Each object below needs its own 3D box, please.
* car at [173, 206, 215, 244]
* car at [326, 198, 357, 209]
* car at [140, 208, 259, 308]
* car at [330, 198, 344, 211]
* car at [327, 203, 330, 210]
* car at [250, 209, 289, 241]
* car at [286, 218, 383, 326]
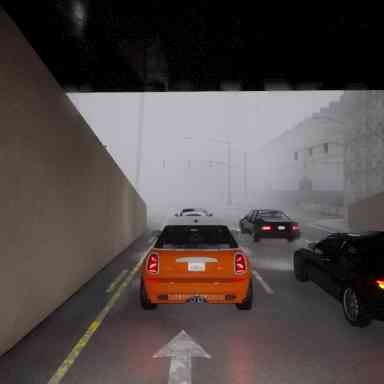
[{"bbox_3d":[0.093,1.526,16.735,1.812,1.442,4.674,0,0,0],"label":"car"},{"bbox_3d":[17.558,1.295,38.944,1.853,1.218,4.536,0,0,45],"label":"car"},{"bbox_3d":[0.086,1.352,8.057,2.097,1.767,4.553,0,0,0],"label":"car"},{"bbox_3d":[17.419,1.453,34.300,2.038,1.542,4.974,0,0,-35],"label":"car"},{"bbox_3d":[17.522,1.453,38.907,2.038,1.542,4.974,0,0,45],"label":"car"},{"bbox_3d":[3.626,1.547,16.406,2.033,1.411,5.357,0,0,-3],"label":"car"},{"bbox_3d":[3.584,1.526,6.914,1.812,1.442,4.674,0,0,0],"label":"car"}]
